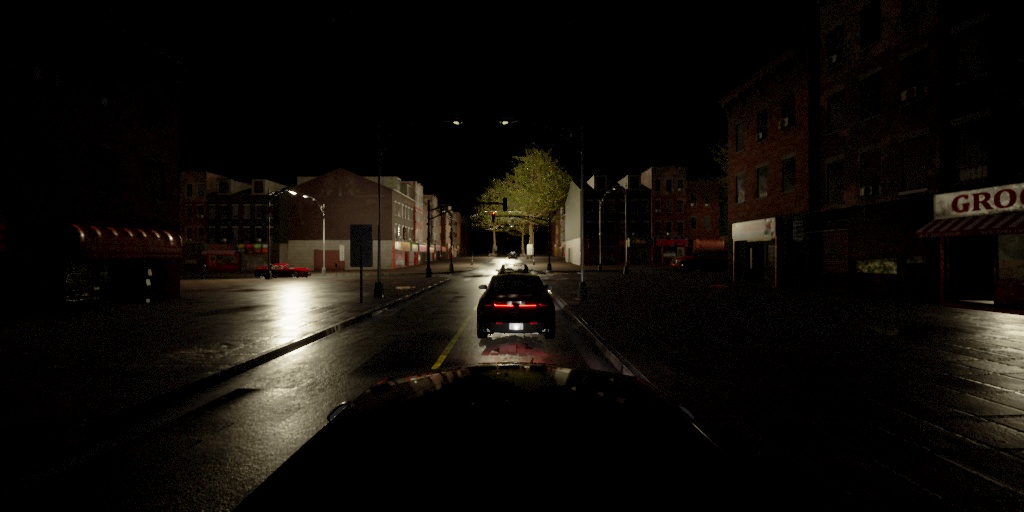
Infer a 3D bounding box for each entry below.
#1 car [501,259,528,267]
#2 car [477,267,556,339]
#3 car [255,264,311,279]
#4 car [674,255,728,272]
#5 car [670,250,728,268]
[{"bbox_3d":[0.135,1.133,19.360,2.128,1.511,4.902,0,1,0],"label":"car"},{"bbox_3d":[0.104,1.230,9.996,1.837,1.490,4.892,0,0,0],"label":"car"},{"bbox_3d":[-20.305,1.354,31.903,4.507,1.381,1.888,0,0,0],"label":"car"},{"bbox_3d":[17.277,0.817,31.962,4.313,1.339,1.948,0,0,0],"label":"car"},{"bbox_3d":[18.369,0.458,34.704,5.566,2.045,2.150,-1,0,0],"label":"car"}]
